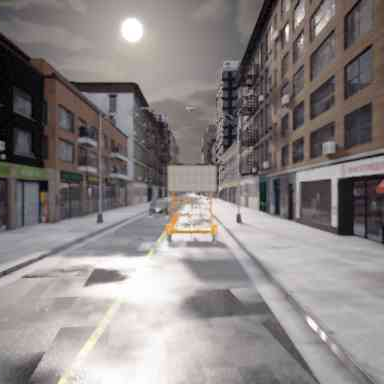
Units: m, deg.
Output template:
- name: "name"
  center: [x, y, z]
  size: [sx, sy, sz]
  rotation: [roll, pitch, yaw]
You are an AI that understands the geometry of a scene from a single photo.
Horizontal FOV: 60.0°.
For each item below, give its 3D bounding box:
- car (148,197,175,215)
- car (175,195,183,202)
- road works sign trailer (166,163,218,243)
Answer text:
- name: "car"
  center: [-3.087, 1.444, 32.465]
  size: [2.128, 1.511, 4.902]
  rotation: [0, 0, 0]
- name: "car"
  center: [-2.988, 1.366, 73.790]
  size: [2.128, 1.511, 4.902]
  rotation: [0, 0, 0]
- name: "road works sign trailer"
  center: [0.003, 0.435, 15.754]
  size: [2.380, 3.560, 2.880]
  rotation: [0, 0, 0]
